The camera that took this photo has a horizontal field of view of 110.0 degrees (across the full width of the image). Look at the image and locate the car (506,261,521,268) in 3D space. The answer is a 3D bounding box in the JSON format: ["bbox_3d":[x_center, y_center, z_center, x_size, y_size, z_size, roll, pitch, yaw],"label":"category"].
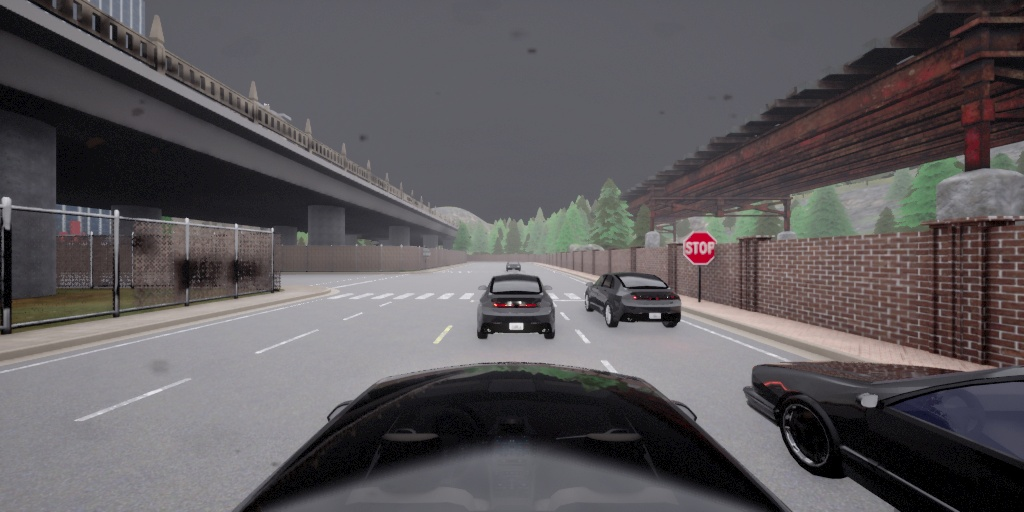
[{"bbox_3d":[0.173,1.351,46.340,1.895,1.301,4.718,0,0,-1],"label":"car"}]

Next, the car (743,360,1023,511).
[{"bbox_3d":[3.600,1.297,1.675,2.033,1.411,5.357,0,0,0],"label":"car"}]

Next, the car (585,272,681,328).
[{"bbox_3d":[3.598,1.255,11.421,1.837,1.490,4.892,0,0,0],"label":"car"}]

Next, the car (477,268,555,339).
[{"bbox_3d":[0.096,1.255,10.061,1.837,1.490,4.892,0,0,0],"label":"car"}]
